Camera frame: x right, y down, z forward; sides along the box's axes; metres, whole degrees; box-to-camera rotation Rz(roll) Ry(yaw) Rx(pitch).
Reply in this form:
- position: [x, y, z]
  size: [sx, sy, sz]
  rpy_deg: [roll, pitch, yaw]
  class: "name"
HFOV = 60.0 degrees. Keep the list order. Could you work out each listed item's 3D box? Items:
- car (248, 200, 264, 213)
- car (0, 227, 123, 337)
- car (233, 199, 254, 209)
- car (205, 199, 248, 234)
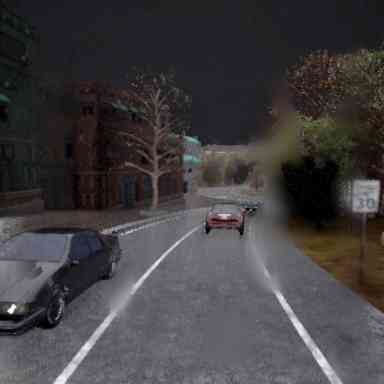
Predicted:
- position: [7.414, 1.776, 39.610]
  size: [1.895, 1.301, 4.718]
  rpy_deg: [2, 0, 20]
  class: "car"
- position: [-3.003, 1.512, 7.192]
  size: [2.033, 1.411, 5.357]
  rpy_deg: [0, 0, 4]
  class: "car"
- position: [7.712, 1.730, 49.406]
  size: [1.994, 1.385, 4.181]
  rpy_deg: [2, 0, 24]
  class: "car"
- position: [2.073, 1.371, 19.648]
  size: [2.097, 1.767, 4.553]
  rpy_deg: [1, 0, 10]
  class: "car"
